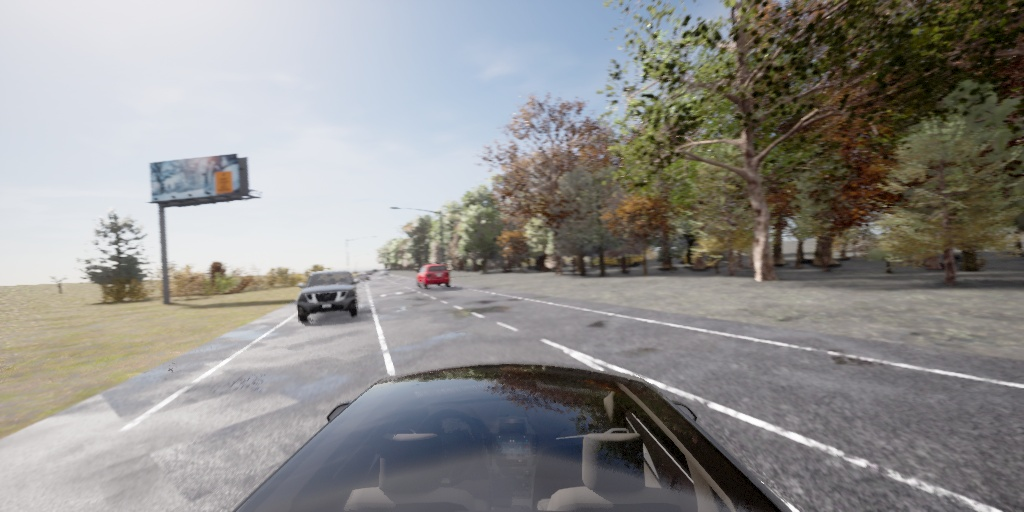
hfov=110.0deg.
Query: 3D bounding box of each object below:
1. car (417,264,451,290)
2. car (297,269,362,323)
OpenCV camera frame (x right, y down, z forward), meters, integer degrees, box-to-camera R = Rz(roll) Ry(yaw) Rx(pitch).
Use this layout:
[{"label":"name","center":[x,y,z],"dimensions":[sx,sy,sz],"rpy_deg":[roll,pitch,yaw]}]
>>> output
[{"label":"car","center":[-6.936,1.790,31.457],"dimensions":[2.150,2.045,5.566],"rpy_deg":[-3,-1,-23]},{"label":"car","center":[-8.219,1.674,16.391],"dimensions":[2.150,2.045,5.566],"rpy_deg":[-3,-1,-23]}]
